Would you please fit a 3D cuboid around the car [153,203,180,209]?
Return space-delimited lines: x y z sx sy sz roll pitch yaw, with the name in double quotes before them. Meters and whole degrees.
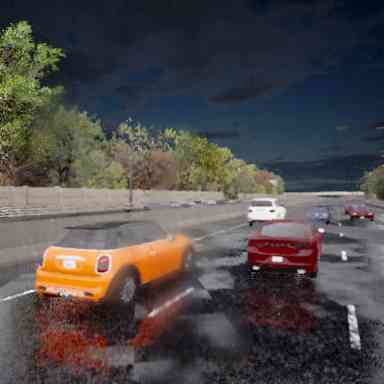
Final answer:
"car" -2.616 2.208 42.022 1.895 1.301 4.718 -1 -1 23

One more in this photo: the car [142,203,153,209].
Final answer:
"car" -5.112 2.232 45.064 1.994 1.385 4.181 -1 -1 23

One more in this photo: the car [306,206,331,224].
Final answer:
"car" 10.713 1.864 28.260 2.033 1.411 5.357 -1 -1 23

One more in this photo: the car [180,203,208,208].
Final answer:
"car" 0.833 2.117 41.186 2.033 1.411 5.357 -1 -1 23

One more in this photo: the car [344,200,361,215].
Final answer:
"car" 19.512 1.771 40.022 2.097 1.767 4.553 -1 -1 24

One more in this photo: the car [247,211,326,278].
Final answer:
"car" 3.180 1.606 10.848 1.882 1.535 5.008 -1 -1 23

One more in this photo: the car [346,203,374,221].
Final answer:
"car" 15.366 1.912 30.307 1.895 1.301 4.718 -1 -1 24

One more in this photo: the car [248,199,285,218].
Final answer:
"car" 5.922 1.541 26.012 2.150 2.045 5.566 -1 -1 23

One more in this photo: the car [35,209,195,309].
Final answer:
"car" -1.604 1.484 8.604 2.097 1.767 4.553 -1 -1 23
